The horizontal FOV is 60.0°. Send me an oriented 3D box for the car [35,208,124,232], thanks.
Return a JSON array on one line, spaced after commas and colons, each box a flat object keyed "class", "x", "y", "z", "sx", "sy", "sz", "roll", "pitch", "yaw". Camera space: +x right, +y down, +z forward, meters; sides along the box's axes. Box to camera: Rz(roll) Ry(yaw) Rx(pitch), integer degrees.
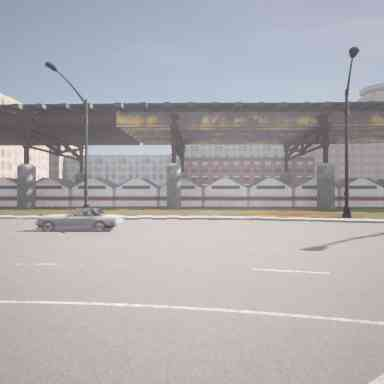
[{"class": "car", "x": -6.475, "y": 1.601, "z": 19.378, "sx": 4.718, "sy": 1.301, "sz": 1.895, "roll": 0, "pitch": 0, "yaw": 0}]
